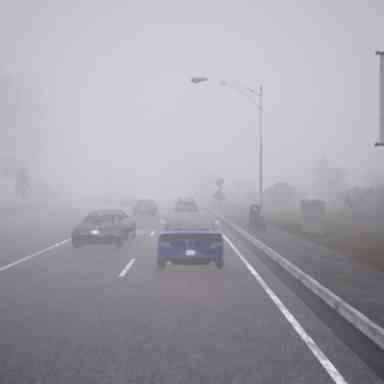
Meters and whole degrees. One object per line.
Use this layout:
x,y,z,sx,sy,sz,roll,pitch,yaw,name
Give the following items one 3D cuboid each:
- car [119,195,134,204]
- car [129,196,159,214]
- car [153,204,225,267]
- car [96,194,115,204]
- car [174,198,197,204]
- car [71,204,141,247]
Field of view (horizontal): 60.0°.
-8.229,1.148,43.701,2.033,1.411,5.357,0,1,-2,car
-4.051,1.293,29.592,1.994,1.385,4.181,0,1,-2,car
-0.061,1.375,11.002,1.882,1.535,5.008,0,1,-1,car
-11.793,1.090,45.710,1.837,1.490,4.892,0,0,-2,car
-0.536,1.222,29.222,2.128,1.511,4.902,0,1,-2,car
-3.617,1.433,14.289,1.994,1.385,4.181,0,1,-1,car
